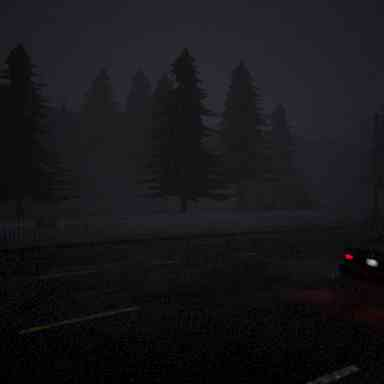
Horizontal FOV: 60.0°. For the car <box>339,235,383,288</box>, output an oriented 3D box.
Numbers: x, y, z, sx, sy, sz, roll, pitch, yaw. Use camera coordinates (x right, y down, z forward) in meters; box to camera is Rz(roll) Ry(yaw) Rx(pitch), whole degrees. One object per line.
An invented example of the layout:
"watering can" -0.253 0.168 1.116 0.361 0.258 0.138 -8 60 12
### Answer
"car" 6.094 1.546 8.109 5.357 1.411 2.033 0 0 -25
